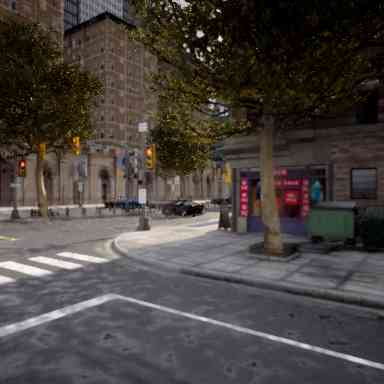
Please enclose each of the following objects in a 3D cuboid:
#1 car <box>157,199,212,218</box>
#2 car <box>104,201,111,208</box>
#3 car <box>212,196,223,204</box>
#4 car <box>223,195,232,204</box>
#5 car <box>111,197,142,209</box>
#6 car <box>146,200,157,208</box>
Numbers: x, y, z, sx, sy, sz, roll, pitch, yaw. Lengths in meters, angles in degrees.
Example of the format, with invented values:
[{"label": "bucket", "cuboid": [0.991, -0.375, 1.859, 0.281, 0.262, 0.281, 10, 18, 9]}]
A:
[{"label": "car", "cuboid": [-0.611, 1.471, 30.401, 1.882, 1.535, 5.008, 0, 0, 37]}, {"label": "car", "cuboid": [-10.359, 1.577, 47.970, 1.895, 1.301, 4.718, 0, 0, 36]}, {"label": "car", "cuboid": [5.640, 1.531, 64.644, 2.033, 1.411, 5.357, 0, 0, 36]}, {"label": "car", "cuboid": [8.710, 1.196, 62.912, 2.150, 2.045, 5.566, 0, 0, 36]}, {"label": "car", "cuboid": [-8.170, 1.461, 45.619, 1.882, 1.535, 5.008, 0, 0, 36]}, {"label": "car", "cuboid": [-3.921, 1.586, 45.530, 1.895, 1.301, 4.718, 0, 0, 36]}]
